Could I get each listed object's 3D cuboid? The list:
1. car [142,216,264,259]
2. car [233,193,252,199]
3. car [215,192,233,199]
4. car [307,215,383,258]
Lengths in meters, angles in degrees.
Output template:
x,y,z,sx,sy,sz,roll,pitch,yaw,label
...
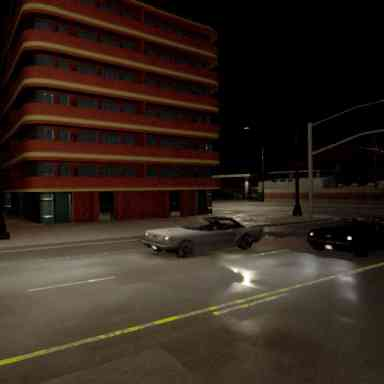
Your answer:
x,y,z,sx,sy,sz,roll,pitch,yaw,label
0.497,1.638,12.925,4.718,1.301,1.895,0,0,-35,car
12.889,1.055,81.955,3.806,1.475,1.970,-1,1,-35,car
8.918,0.923,86.177,4.611,1.667,2.242,-1,1,-35,car
6.609,1.616,12.951,4.718,1.301,1.895,0,0,-35,car
